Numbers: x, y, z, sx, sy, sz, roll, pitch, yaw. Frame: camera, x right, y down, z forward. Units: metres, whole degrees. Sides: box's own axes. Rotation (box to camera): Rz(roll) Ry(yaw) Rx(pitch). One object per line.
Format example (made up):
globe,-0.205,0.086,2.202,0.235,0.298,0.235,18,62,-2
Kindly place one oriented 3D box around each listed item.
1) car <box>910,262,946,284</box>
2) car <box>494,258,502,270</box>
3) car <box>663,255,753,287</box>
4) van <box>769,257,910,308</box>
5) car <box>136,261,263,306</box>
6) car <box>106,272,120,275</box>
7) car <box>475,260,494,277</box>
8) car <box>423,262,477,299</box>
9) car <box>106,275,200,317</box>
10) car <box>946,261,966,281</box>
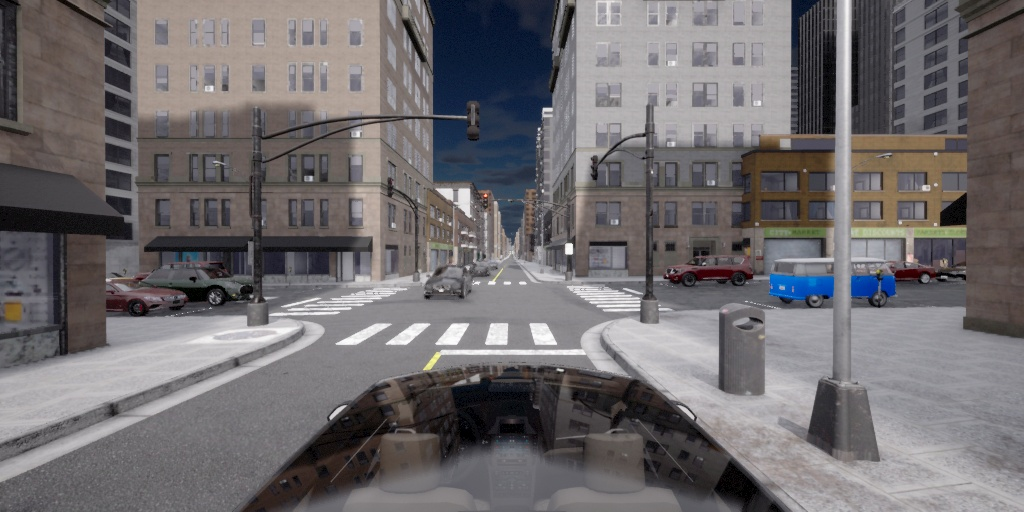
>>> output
car,23.330,0.964,22.191,4.507,1.381,1.888,0,0,0
car,-3.050,1.269,52.243,2.128,1.511,4.902,0,0,0
car,12.112,0.872,22.172,5.009,1.841,2.192,0,0,0
van,12.128,0.957,13.647,3.998,1.789,1.690,0,0,0
car,-13.998,1.270,16.243,4.553,1.767,2.097,-1,0,0
car,-26.003,1.552,22.107,4.829,1.417,1.751,0,0,0
car,-3.070,1.262,35.451,1.837,1.490,4.892,0,0,0
car,-3.087,1.253,18.059,1.837,1.490,4.892,0,0,0
car,-14.809,1.528,13.601,4.207,1.307,1.802,0,0,0
car,28.940,0.916,22.201,4.313,1.339,1.948,0,0,0
